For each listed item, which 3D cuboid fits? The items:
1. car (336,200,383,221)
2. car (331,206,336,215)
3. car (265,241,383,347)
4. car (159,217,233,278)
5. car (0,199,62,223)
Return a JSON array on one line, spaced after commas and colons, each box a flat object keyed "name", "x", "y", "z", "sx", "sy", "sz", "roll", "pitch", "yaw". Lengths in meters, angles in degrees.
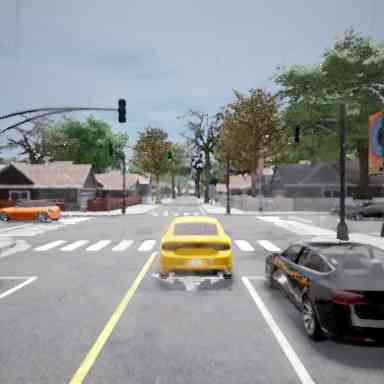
[{"name": "car", "x": 14.252, "y": 1.477, "z": 26.059, "sx": 4.674, "sy": 1.442, "sz": 1.812, "roll": 0, "pitch": 0, "yaw": 2}, {"name": "car", "x": 14.828, "y": 1.444, "z": 29.319, "sx": 4.902, "sy": 1.511, "sz": 2.128, "roll": 0, "pitch": 0, "yaw": 0}, {"name": "car", "x": 2.636, "y": 1.577, "z": 6.342, "sx": 1.947, "sy": 1.339, "sz": 4.313, "roll": 0, "pitch": 0, "yaw": 0}, {"name": "car", "x": 0.099, "y": 1.495, "z": 10.236, "sx": 1.882, "sy": 1.535, "sz": 5.008, "roll": 0, "pitch": 0, "yaw": 0}, {"name": "car", "x": -12.720, "y": 1.460, "z": 25.951, "sx": 4.553, "sy": 1.767, "sz": 2.097, "roll": 0, "pitch": 0, "yaw": 5}]
